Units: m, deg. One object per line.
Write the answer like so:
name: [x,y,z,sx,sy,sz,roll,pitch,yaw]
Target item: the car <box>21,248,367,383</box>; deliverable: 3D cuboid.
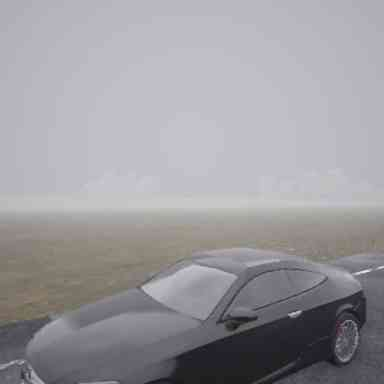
car: [0.432,1.530,4.273,4.674,1.442,1.812,0,0,-35]
